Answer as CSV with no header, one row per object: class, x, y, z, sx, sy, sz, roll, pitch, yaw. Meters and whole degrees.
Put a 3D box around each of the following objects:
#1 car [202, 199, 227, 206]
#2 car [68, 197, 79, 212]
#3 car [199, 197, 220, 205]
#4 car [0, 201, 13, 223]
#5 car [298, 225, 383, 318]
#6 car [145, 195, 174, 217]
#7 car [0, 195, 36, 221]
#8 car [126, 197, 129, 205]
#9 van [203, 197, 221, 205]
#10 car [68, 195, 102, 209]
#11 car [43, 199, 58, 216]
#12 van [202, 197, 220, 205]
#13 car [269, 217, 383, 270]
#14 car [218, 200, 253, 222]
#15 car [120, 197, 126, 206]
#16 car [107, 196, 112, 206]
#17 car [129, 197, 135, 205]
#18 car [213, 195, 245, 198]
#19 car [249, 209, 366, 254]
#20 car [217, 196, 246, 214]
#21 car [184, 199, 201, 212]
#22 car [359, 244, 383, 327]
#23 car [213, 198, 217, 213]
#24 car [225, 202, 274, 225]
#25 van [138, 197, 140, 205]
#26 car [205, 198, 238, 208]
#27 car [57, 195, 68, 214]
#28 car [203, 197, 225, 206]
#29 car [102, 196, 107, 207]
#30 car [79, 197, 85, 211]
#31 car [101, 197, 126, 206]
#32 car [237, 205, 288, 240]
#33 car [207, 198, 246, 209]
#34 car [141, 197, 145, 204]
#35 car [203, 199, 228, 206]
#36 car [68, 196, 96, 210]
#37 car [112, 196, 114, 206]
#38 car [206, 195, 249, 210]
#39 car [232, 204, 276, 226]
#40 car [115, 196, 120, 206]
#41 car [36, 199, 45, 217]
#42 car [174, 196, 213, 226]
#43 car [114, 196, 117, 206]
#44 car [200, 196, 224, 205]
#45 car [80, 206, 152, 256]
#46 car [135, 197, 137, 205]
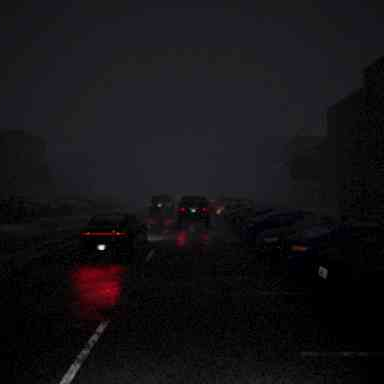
car,4.695,2.153,70.007,5.008,1.535,2.097,0,-1,0
car,-15.715,1.592,36.994,5.008,1.535,2.097,0,0,0
car,4.742,2.323,89.463,5.566,2.045,2.435,0,-1,0
car,-15.663,1.555,23.206,4.792,1.488,2.163,0,0,0
car,4.738,1.517,6.114,4.792,1.488,2.163,0,0,0
car,-2.905,1.309,32.609,2.150,2.045,5.566,0,0,0
car,-15.727,1.287,25.966,5.566,2.045,2.435,0,0,0
car,-15.749,1.777,64.549,5.566,2.045,2.435,0,-1,0
van,4.818,2.179,81.127,4.442,1.987,1.878,0,-1,0
car,-15.709,1.409,45.261,5.566,2.045,2.435,0,-1,0
car,-15.739,1.594,31.479,4.792,1.488,2.163,0,0,0
van,4.822,2.235,83.780,4.442,1.987,1.878,0,-1,0
car,4.706,1.532,8.893,4.674,1.452,2.002,0,0,0
car,4.677,1.569,25.567,4.792,1.488,2.163,0,0,0
car,-15.800,1.712,61.792,5.566,2.045,2.435,0,-1,0
car,-15.721,1.486,50.771,5.566,2.045,2.435,0,-1,0
car,-15.980,2.219,72.814,5.366,1.575,1.946,0,-1,0
car,4.673,1.476,39.461,4.553,1.767,2.185,0,0,0
car,4.715,1.498,11.547,4.892,1.521,2.231,0,0,0
car,4.679,1.424,28.339,4.553,1.767,2.185,0,0,0
car,0.094,1.694,42.876,2.033,1.411,5.357,0,0,0
car,4.716,1.485,3.334,4.892,1.521,2.231,0,0,0
car,4.891,1.558,31.000,5.366,1.575,1.946,0,0,0
car,4.701,1.521,20.008,4.892,1.521,2.231,0,0,0
van,-15.694,2.179,81.093,4.442,1.987,1.878,0,-1,0
car,4.888,1.820,55.992,5.366,1.575,1.946,0,-1,0
car,-15.746,1.453,34.237,4.553,1.767,2.185,0,0,0
car,4.732,2.093,72.788,4.553,1.767,2.185,0,-1,0
car,-15.715,1.442,48.019,5.566,2.045,2.435,0,-1,0
car,-15.724,1.650,39.748,4.674,1.452,2.002,0,0,0
car,-15.752,1.968,67.303,4.553,1.767,2.185,0,-1,0
car,4.703,1.503,14.326,5.008,1.535,2.097,0,0,0
car,4.889,1.678,47.791,5.366,1.575,1.946,0,-1,0
car,-15.794,2.266,86.609,5.566,2.045,2.435,0,-1,0
car,4.730,2.116,67.227,4.792,1.488,2.163,0,-1,0
car,-15.547,1.628,42.507,5.366,1.575,1.946,0,0,0
car,-15.749,1.783,53.524,5.008,1.535,2.097,0,-1,0
car,4.676,1.396,45.015,5.566,2.045,2.435,0,-1,0
car,4.737,1.540,17.230,4.792,1.488,2.163,0,0,0
car,-15.797,1.773,59.035,4.553,1.767,2.185,0,-1,0
car,-15.701,1.591,28.722,4.674,1.452,2.002,0,0,0
car,0.099,1.275,23.686,2.150,2.045,5.566,0,0,0
car,-15.789,1.870,56.275,4.792,1.488,2.163,0,-1,0
car,4.670,2.090,78.229,5.566,2.045,2.435,0,-1,0
car,-2.901,1.525,13.094,1.837,1.490,4.892,0,0,0
car,-15.985,2.282,75.573,5.366,1.575,1.946,0,-1,0
